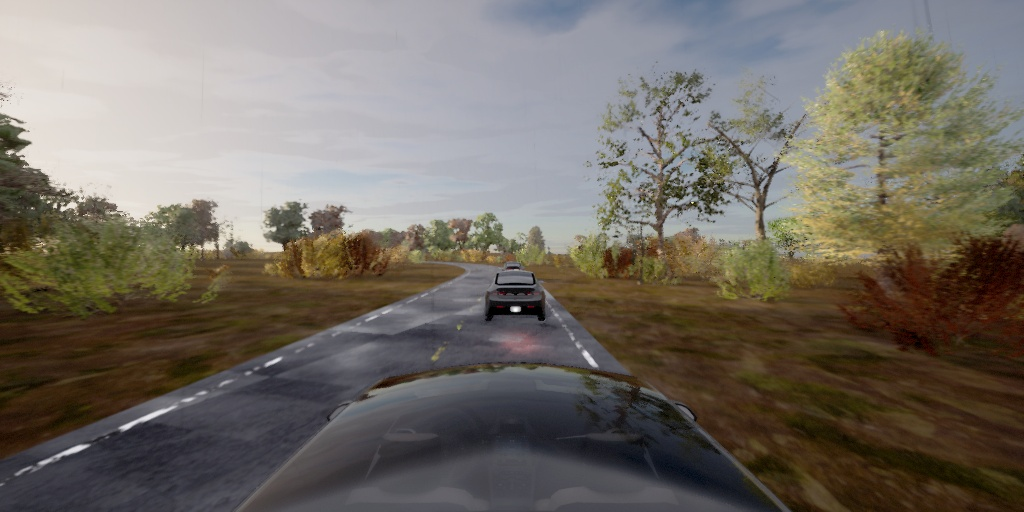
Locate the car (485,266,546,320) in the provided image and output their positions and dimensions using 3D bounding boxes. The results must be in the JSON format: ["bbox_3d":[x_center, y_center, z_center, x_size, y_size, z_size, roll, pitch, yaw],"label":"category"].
[{"bbox_3d":[0.102,1.257,12.558,1.837,1.490,4.892,0,0,0],"label":"car"}]

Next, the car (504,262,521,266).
[{"bbox_3d":[0.048,1.259,30.658,1.837,1.490,4.892,0,0,-1],"label":"car"}]
